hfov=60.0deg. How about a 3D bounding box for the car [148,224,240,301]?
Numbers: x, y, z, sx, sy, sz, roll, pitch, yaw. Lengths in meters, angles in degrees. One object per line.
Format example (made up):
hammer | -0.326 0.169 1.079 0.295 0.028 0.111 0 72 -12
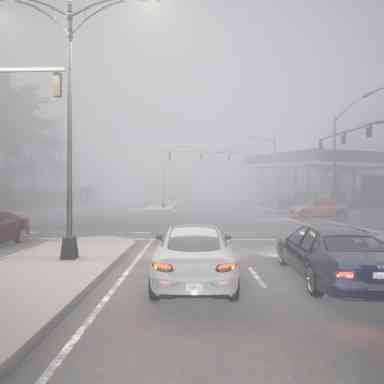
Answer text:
car | 0.039 1.516 8.178 1.812 1.442 4.674 0 0 0

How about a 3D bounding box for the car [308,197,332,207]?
car | 18.669 1.433 48.595 1.970 1.475 3.806 0 0 0

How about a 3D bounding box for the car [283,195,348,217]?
car | 10.278 1.339 27.345 4.553 1.767 2.097 0 0 -5

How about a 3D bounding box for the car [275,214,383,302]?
car | 3.518 1.545 8.483 2.033 1.411 5.357 0 0 3

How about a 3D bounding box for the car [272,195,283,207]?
car | 12.929 1.261 47.798 2.242 1.667 4.611 0 0 0

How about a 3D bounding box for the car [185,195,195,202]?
car | -0.428 1.428 72.796 1.812 1.442 4.674 0 0 0

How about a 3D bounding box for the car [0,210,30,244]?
car | -8.235 1.444 12.861 1.882 1.535 5.008 0 0 1
